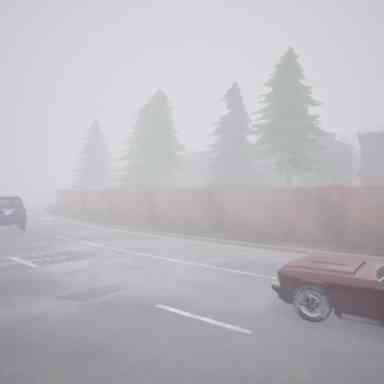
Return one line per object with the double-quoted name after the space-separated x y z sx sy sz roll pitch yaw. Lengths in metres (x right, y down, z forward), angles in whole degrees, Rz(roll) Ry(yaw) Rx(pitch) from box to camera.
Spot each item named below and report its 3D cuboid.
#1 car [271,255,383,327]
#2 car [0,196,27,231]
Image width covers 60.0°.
3.840 1.633 5.605 4.718 1.301 1.895 0 0 36 "car"
-11.713 1.237 20.110 2.150 2.045 5.566 0 0 -40 "car"
